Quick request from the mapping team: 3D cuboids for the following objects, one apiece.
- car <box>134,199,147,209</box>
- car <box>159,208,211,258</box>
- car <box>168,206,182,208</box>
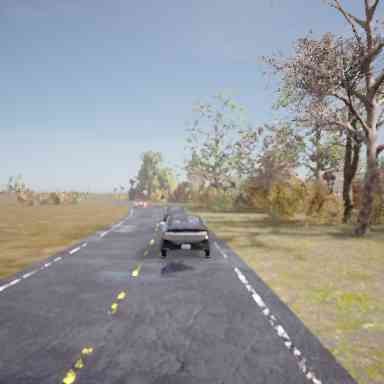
[{"bbox_3d":[-8.728,1.963,56.245,2.097,1.767,4.553,0,-1,-11],"label":"car"},{"bbox_3d":[-0.307,1.646,13.568,2.128,1.511,4.902,0,-1,-3],"label":"car"},{"bbox_3d":[-1.432,1.884,28.711,1.994,1.385,4.181,0,-1,-5],"label":"car"}]
